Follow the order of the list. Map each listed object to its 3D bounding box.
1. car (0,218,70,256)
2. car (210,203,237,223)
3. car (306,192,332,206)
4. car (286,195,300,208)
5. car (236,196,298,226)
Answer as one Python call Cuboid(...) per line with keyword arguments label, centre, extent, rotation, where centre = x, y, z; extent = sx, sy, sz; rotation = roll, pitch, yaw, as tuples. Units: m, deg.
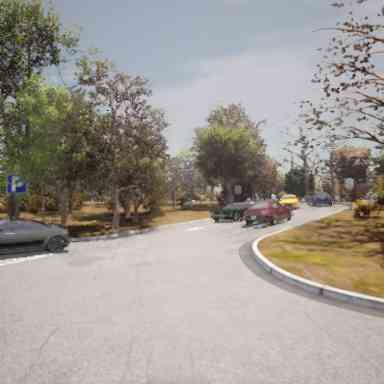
Cuboid(label="car", centre=(-6.818, 1.677, 12.453), extent=(4.181, 1.385, 1.994), rotation=(1, -1, -40))
Cuboid(label="car", centre=(3.285, 1.483, 24.800), extent=(1.895, 1.301, 4.718), rotation=(-4, -1, 35))
Cuboid(label="car", centre=(15.290, 0.745, 40.262), extent=(2.097, 1.767, 4.553), rotation=(-3, 0, 9))
Cuboid(label="car", centre=(10.517, 1.086, 35.957), extent=(1.882, 1.535, 5.008), rotation=(-3, -1, 22))
Cuboid(label="car", centre=(4.882, 1.272, 21.115), extent=(1.812, 1.442, 4.674), rotation=(-4, -1, 35))
